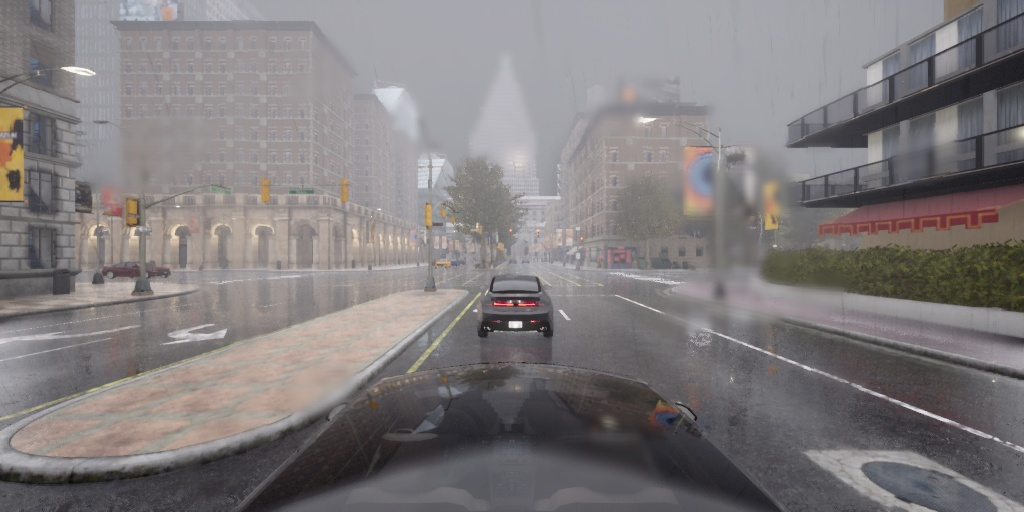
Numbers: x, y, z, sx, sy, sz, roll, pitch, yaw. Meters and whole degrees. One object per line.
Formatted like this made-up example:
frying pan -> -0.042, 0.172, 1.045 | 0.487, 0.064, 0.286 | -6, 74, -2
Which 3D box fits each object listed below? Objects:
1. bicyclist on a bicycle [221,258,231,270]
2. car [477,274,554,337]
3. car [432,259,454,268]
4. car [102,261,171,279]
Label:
bicyclist on a bicycle -> -37.195, 1.050, 46.688 | 0.582, 1.620, 1.656 | 0, 0, 0
car -> 0.097, 1.255, 10.269 | 1.837, 1.490, 4.892 | 0, 0, 0
car -> -11.440, 1.228, 59.601 | 1.882, 1.535, 5.008 | 0, 0, 0
car -> -33.648, 1.228, 32.230 | 5.008, 1.535, 1.882 | 0, 0, 0
